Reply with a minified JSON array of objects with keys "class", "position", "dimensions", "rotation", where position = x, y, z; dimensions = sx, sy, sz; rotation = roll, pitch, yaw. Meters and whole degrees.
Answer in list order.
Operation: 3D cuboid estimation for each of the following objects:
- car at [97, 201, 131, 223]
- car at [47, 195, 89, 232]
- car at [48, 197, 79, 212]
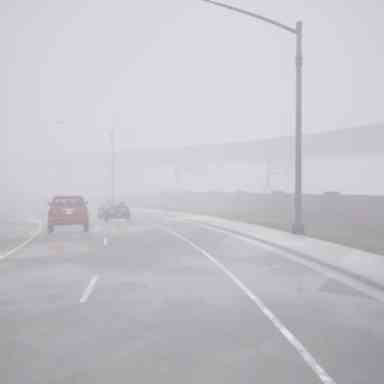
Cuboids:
[{"class":"car","position":[-6.004,1.412,25.263],"dimensions":[2.128,1.511,4.902],"rotation":[-1,1,-24]},{"class":"car","position":[-7.514,1.185,20.169],"dimensions":[2.150,2.045,5.566],"rotation":[0,0,-21]},{"class":"car","position":[-15.472,1.396,39.758],"dimensions":[1.801,1.575,5.366],"rotation":[-1,1,-40]}]
